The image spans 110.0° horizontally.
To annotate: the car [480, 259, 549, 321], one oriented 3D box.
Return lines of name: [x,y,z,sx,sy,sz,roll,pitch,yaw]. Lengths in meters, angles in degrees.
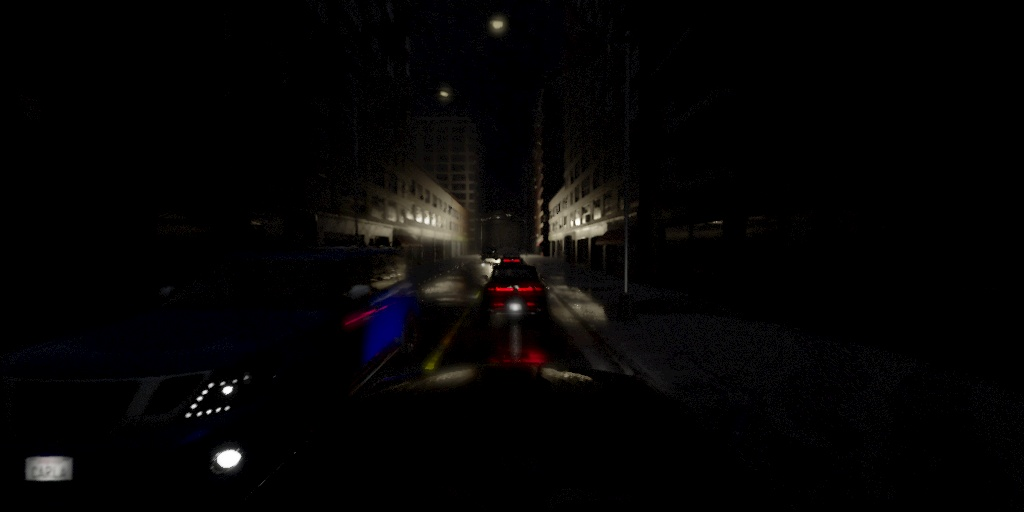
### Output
car: [0.057,0.982,11.254,1.837,1.490,4.892,0,1,-1]

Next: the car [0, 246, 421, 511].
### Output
car: [-2.867,0.881,4.961,2.150,2.045,5.566,0,2,0]

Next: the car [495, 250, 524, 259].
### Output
car: [-0.040,0.471,29.025,2.128,1.511,4.902,0,1,0]

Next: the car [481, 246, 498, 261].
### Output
car: [-3.061,-0.357,49.464,2.150,2.045,5.566,0,1,0]
